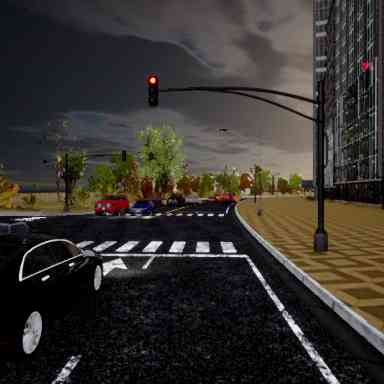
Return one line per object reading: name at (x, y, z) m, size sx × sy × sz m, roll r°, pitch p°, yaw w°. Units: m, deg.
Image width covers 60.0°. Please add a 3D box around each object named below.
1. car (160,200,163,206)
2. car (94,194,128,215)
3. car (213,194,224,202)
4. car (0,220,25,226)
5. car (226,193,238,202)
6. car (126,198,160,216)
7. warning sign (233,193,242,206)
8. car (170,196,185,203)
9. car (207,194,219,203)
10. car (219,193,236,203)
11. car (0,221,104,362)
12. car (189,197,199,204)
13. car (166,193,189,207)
car at (-5.846, 1.565, 50.878) m, size 1.994 × 1.385 × 4.181 m, roll 0°, pitch 0°, yaw 9°
car at (-7.974, 1.220, 33.830) m, size 2.150 × 2.045 × 5.566 m, roll 0°, pitch 0°, yaw 6°
car at (6.470, 1.372, 80.528) m, size 2.097 × 1.767 × 4.553 m, roll 0°, pitch 0°, yaw 14°
car at (-6.337, 1.600, 10.444) m, size 1.895 × 1.301 × 4.718 m, roll 0°, pitch 0°, yaw 2°
car at (9.777, 1.245, 80.389) m, size 2.150 × 2.045 × 5.566 m, roll 0°, pitch 0°, yaw 14°
car at (-4.784, 1.524, 33.037) m, size 1.812 × 1.442 × 4.674 m, roll 0°, pitch 0°, yaw 6°
warning sign at (6.548, 1.122, 48.212) m, size 1.300 × 1.860 × 1.060 m, roll 0°, pitch 0°, yaw 8°
car at (-2.906, 1.499, 67.812) m, size 2.128 × 1.511 × 4.902 m, roll 0°, pitch 0°, yaw 11°
car at (4.506, 1.573, 71.219) m, size 1.994 × 1.385 × 4.181 m, roll 0°, pitch 0°, yaw 12°
car at (7.622, 1.239, 70.097) m, size 2.150 × 2.045 × 5.566 m, roll 0°, pitch 0°, yaw 12°
car at (-3.012, 1.504, 5.890) m, size 1.837 × 1.490 × 4.892 m, roll 0°, pitch 0°, yaw 1°
car at (0.116, 1.609, 66.364) m, size 1.895 × 1.301 × 4.718 m, roll 0°, pitch 0°, yaw 11°
car at (-2.410, 1.225, 51.902) m, size 2.150 × 2.045 × 5.566 m, roll 0°, pitch 0°, yaw 9°
